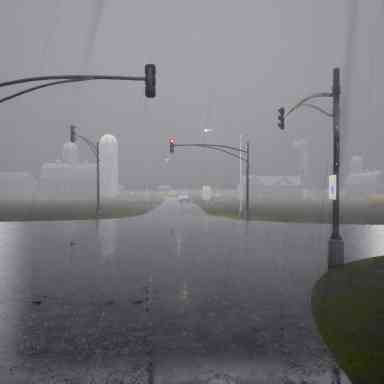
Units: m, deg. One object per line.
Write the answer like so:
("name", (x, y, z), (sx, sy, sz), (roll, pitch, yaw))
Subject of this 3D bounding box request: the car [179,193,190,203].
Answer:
("car", (-1.513, 1.553, 69.886), (1.812, 1.442, 4.674), (0, 0, -3))

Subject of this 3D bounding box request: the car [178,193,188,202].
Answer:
("car", (-2.097, 1.189, 79.920), (2.150, 2.045, 5.566), (0, 0, -4))
